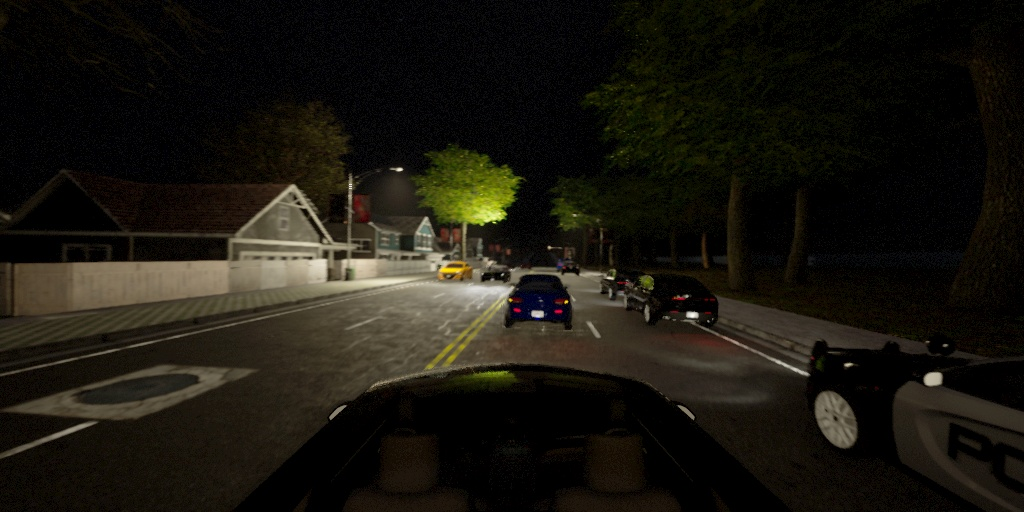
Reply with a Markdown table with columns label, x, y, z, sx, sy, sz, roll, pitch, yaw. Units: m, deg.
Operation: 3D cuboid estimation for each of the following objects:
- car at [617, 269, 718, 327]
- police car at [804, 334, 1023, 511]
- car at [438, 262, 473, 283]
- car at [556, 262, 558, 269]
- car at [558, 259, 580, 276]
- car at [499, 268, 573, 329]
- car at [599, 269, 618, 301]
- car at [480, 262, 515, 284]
| label | x | y | z | sx | sy | sz | roll | pitch | yaw |
| --- | --- | --- | --- | --- | --- | --- | --- | --- | --- |
| car | 5.063 | 1.345 | 12.037 | 1.837 | 1.490 | 4.892 | 1 | 0 | 5 |
| police car | 4.171 | 1.251 | 2.187 | 1.930 | 1.638 | 5.238 | 1 | 0 | 5 |
| car | -4.330 | 1.197 | 28.274 | 1.882 | 1.535 | 5.008 | 1 | 0 | 5 |
| car | 7.913 | 1.478 | 54.272 | 2.150 | 2.045 | 5.566 | 1 | -1 | 5 |
| car | 7.005 | 1.437 | 43.502 | 2.097 | 1.767 | 4.553 | 1 | 0 | 6 |
| car | 0.852 | 1.287 | 11.243 | 1.812 | 1.442 | 4.674 | 1 | 0 | 5 |
| car | 5.604 | 1.365 | 18.014 | 1.837 | 1.490 | 4.892 | 1 | 0 | 5 |
| car | -1.168 | 1.374 | 27.193 | 1.895 | 1.301 | 4.718 | 1 | 0 | 5 |
